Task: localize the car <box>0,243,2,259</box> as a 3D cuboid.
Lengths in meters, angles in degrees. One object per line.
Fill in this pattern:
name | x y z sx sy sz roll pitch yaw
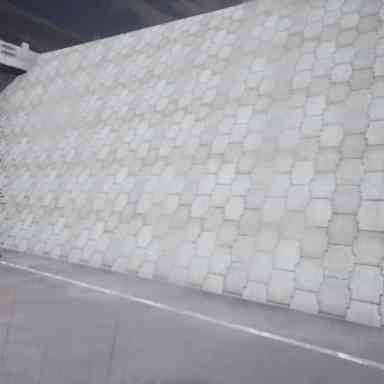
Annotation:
car | -7.293 1.488 9.195 4.718 1.301 1.895 1 0 36
